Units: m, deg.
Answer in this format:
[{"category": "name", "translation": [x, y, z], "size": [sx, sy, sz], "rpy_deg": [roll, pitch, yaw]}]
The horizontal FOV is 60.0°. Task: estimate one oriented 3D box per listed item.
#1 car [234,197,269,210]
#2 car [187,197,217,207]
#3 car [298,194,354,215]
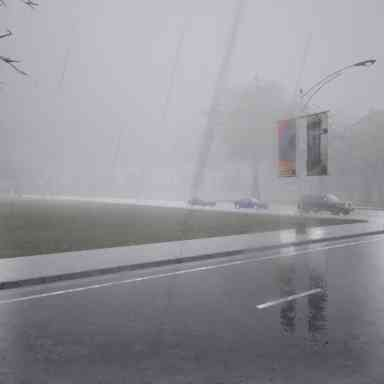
[{"category": "car", "translation": [7.507, 1.444, 42.223], "size": [1.882, 1.535, 5.008], "rpy_deg": [0, 0, -36]}, {"category": "car", "translation": [1.424, 1.483, 50.569], "size": [2.033, 1.411, 5.357], "rpy_deg": [0, 0, -36]}, {"category": "car", "translation": [13.518, 1.224, 33.989], "size": [2.150, 2.045, 5.566], "rpy_deg": [0, 0, -36]}]
